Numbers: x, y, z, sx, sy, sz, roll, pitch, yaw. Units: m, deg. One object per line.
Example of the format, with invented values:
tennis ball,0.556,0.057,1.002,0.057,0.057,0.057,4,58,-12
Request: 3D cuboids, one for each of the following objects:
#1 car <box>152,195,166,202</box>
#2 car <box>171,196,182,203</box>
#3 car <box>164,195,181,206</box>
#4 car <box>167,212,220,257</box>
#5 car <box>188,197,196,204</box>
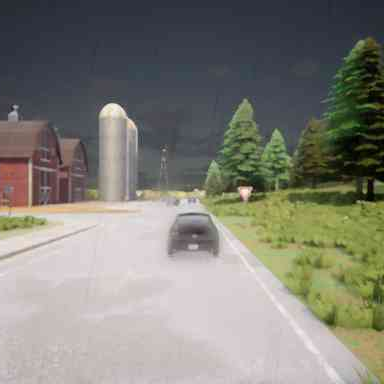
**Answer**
car,-9.049,1.997,92.225,4.181,1.381,1.994,0,0,-1
car,-3.492,1.767,75.357,2.128,1.511,4.902,0,0,0
car,-3.538,1.815,59.684,1.812,1.442,4.674,0,0,1
car,0.065,1.570,13.289,1.837,1.490,4.892,0,0,0
car,0.007,1.736,71.744,2.033,1.411,5.357,0,0,0
